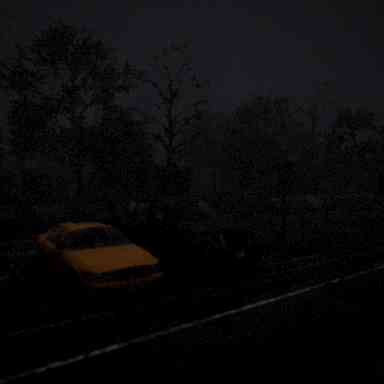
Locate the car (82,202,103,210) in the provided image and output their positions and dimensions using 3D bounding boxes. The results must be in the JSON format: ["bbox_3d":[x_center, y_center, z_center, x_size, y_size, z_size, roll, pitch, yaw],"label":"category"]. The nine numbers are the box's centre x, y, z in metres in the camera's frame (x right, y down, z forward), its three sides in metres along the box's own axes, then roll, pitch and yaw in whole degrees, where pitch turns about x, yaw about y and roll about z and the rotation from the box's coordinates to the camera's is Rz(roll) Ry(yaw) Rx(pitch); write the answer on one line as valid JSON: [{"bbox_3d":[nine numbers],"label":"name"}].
[{"bbox_3d":[-6.525,1.415,22.056,2.163,1.488,4.792,-1,1,-36],"label":"car"}]

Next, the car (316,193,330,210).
[{"bbox_3d":[11.554,1.103,34.946,2.002,1.452,4.674,-1,1,-36],"label":"car"}]

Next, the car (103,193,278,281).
[{"bbox_3d":[-0.436,1.161,10.260,2.435,2.045,5.566,-1,1,-36],"label":"car"}]

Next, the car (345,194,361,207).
[{"bbox_3d":[16.063,0.984,38.181,2.097,1.535,5.008,-1,1,-36],"label":"car"}]

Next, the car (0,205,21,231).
[{"bbox_3d":[-11.026,1.466,18.808,2.097,1.535,5.008,-1,1,-36],"label":"car"}]

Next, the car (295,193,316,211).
[{"bbox_3d":[9.297,1.103,33.329,2.097,1.535,5.008,-1,1,-36],"label":"car"}]

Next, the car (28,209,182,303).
[{"bbox_3d":[-2.622,1.450,8.504,1.946,1.575,5.366,-1,1,-36],"label":"car"}]

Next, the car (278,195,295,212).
[{"bbox_3d":[7.038,1.183,31.715,2.002,1.452,4.674,-1,1,-36],"label":"car"}]

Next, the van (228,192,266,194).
[{"bbox_3d":[4.708,0.957,30.197,1.878,1.987,4.442,-1,1,-36],"label":"van"}]

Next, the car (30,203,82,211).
[{"bbox_3d":[-8.769,1.427,20.424,2.231,1.521,4.892,-1,1,-36],"label":"car"}]

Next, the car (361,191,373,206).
[{"bbox_3d":[18.328,0.946,39.785,2.231,1.521,4.892,-1,1,-36],"label":"car"}]

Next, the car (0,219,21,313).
[{"bbox_3d":[-5.011,1.534,7.026,2.002,1.452,4.674,-1,1,-36],"label":"car"}]

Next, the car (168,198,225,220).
[{"bbox_3d":[0.282,1.294,26.852,2.163,1.488,4.792,-1,1,-36],"label":"car"}]

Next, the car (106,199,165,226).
[{"bbox_3d":[-4.143,1.342,23.495,1.946,1.575,5.366,-1,1,-36],"label":"car"}]

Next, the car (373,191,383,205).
[{"bbox_3d":[20.564,0.936,41.428,2.163,1.488,4.792,-1,1,-36],"label":"car"}]

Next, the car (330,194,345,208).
[{"bbox_3d":[13.789,0.898,36.586,2.185,1.767,4.553,-1,1,-36],"label":"car"}]
